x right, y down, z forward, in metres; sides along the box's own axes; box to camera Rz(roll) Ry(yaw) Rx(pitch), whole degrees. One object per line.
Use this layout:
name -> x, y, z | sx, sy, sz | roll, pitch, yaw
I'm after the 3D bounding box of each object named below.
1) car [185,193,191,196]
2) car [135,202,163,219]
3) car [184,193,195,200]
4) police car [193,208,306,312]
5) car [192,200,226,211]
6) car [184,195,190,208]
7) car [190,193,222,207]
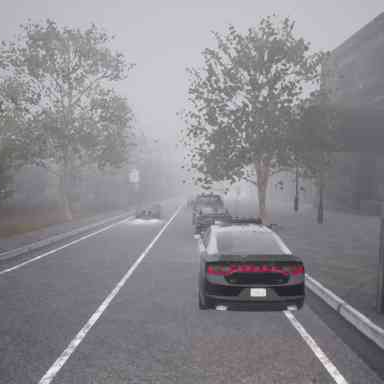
car -> 0.184, 1.242, 58.143 | 2.097, 1.767, 4.553 | 0, 0, 1
car -> -3.516, 1.511, 27.930 | 1.994, 1.385, 4.181 | 0, 0, 0
car -> -0.588, 1.131, 85.157 | 1.837, 1.490, 4.892 | 1, 1, 13
police car -> 1.075, 1.410, 7.937 | 1.930, 1.638, 5.238 | 0, 0, 0
car -> 1.104, 1.444, 17.876 | 1.882, 1.535, 5.008 | 0, 0, 0
car -> 0.223, 1.513, 45.892 | 1.895, 1.301, 4.718 | 0, 0, 0
car -> 1.122, 1.178, 23.927 | 2.150, 2.045, 5.566 | 0, 0, 0
